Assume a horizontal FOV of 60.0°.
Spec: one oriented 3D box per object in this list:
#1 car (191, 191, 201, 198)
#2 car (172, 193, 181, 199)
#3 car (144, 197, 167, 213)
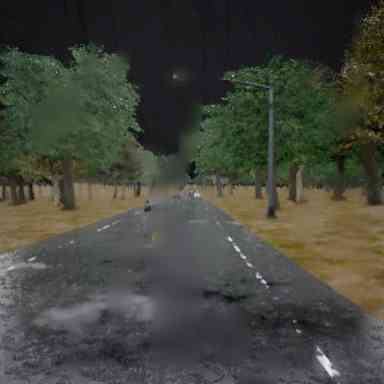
[{"bbox_3d":[1.243,0.801,81.362,1.812,1.442,4.674,0,0,0],"label":"car"},{"bbox_3d":[-3.484,0.889,74.550,1.895,1.301,4.718,0,0,0],"label":"car"},{"bbox_3d":[-3.587,1.222,33.087,1.882,1.535,5.008,0,1,0],"label":"car"}]
